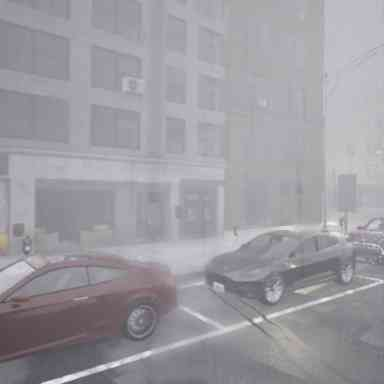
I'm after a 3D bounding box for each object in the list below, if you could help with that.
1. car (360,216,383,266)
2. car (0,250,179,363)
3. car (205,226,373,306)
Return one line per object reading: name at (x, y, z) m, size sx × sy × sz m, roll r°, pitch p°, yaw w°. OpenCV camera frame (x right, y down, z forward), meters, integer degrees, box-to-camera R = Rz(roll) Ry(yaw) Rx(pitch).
car at (6.833, 1.563, 11.418) m, size 4.097 × 1.590 × 1.967 m, roll 1°, pitch 0°, yaw -36°
car at (-2.158, 1.592, 4.994) m, size 4.206 × 1.307 × 1.802 m, roll 1°, pitch 0°, yaw -36°
car at (2.337, 1.632, 8.206) m, size 4.313 × 1.339 × 1.947 m, roll 1°, pitch 0°, yaw -36°
